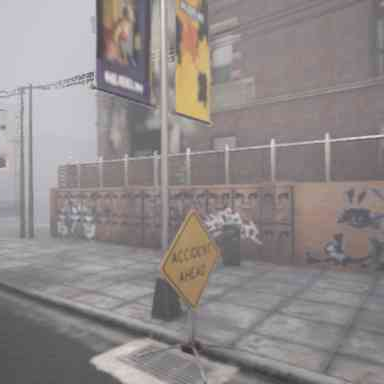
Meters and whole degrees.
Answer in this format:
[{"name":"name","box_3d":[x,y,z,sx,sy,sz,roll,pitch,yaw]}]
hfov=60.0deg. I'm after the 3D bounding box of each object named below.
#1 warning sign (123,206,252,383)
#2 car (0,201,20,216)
[{"name":"warning sign","box_3d":[-0.015,1.140,4.248,1.060,1.860,1.300,-1,0,35]},{"name":"car","box_3d":[-21.470,1.761,38.109,2.097,1.767,4.553,-1,0,6]}]
